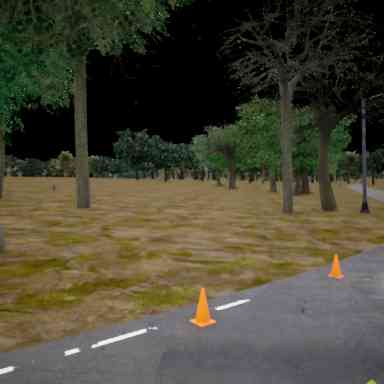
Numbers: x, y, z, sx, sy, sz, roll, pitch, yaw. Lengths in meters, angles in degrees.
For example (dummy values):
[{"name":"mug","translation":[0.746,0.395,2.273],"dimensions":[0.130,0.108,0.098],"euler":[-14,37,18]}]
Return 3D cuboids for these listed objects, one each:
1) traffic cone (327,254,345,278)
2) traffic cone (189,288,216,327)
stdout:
[{"name":"traffic cone","translation":[3.874,1.974,8.944],"dimensions":[0.340,0.580,0.340],"euler":[0,0,-42]},{"name":"traffic cone","translation":[0.189,1.970,5.794],"dimensions":[0.340,0.580,0.340],"euler":[0,0,-39]}]
